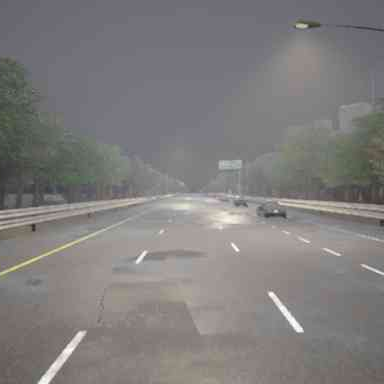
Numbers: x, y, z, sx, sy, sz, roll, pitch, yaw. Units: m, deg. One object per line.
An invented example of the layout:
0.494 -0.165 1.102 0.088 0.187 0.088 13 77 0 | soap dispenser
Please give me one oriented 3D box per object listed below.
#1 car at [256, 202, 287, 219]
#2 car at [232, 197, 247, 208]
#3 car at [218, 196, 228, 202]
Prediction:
7.040 1.588 29.872 1.994 1.385 4.181 0 0 0 | car
7.121 1.544 50.033 1.837 1.490 4.892 0 0 0 | car
7.306 1.603 77.882 1.994 1.385 4.181 0 0 0 | car
